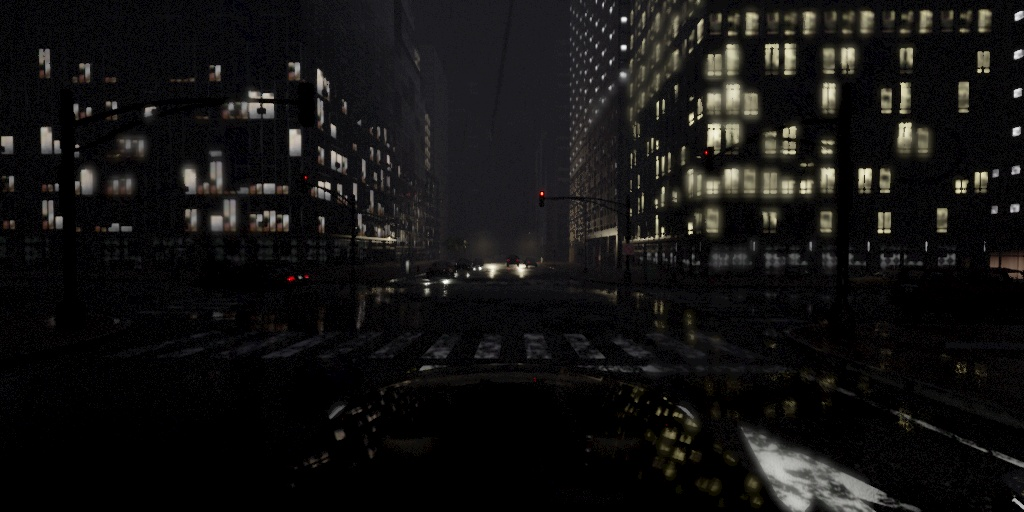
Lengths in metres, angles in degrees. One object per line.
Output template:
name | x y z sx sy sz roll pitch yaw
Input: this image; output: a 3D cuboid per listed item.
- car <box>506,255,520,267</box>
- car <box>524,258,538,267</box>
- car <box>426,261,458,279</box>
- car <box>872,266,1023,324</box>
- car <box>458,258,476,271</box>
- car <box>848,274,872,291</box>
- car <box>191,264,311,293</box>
car | 0.176 0.911 62.898 2.150 2.045 5.566 0 0 0
car | 3.428 1.215 63.275 1.812 1.442 4.674 0 0 0
car | -6.511 1.204 32.881 1.882 1.535 5.008 0 0 0
car | 16.221 1.279 12.455 5.009 1.841 2.192 0 0 1
car | -6.453 1.062 47.921 2.097 1.767 4.553 0 0 0
car | 21.856 1.405 20.723 4.829 1.417 1.751 0 0 1
car | -13.584 1.151 18.858 5.357 1.411 2.033 1 1 3
